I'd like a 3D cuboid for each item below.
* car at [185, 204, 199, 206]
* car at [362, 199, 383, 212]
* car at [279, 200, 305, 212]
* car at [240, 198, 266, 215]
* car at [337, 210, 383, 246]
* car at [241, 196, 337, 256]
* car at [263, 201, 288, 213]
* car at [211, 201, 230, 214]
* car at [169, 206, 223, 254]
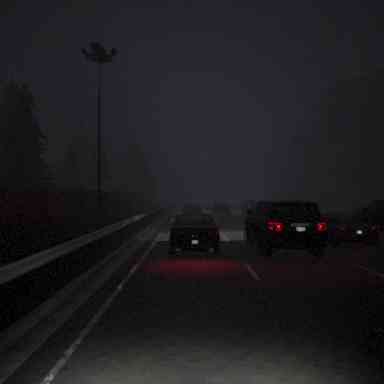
[{"bbox_3d":[-0.006,1.878,34.932,1.895,1.301,4.718,0,0,0],"label":"car"},{"bbox_3d":[10.591,1.362,17.498,2.150,2.045,5.566,0,0,0],"label":"car"},{"bbox_3d":[13.851,1.859,46.318,2.128,1.511,4.902,0,0,0],"label":"car"},{"bbox_3d":[6.975,1.655,38.411,2.097,1.767,4.553,0,-1,0],"label":"car"},{"bbox_3d":[7.093,1.692,16.099,1.994,1.385,4.181,0,0,0],"label":"car"},{"bbox_3d":[3.601,1.332,13.683,2.150,2.045,5.566,0,0,0],"label":"car"},{"bbox_3d":[10.458,1.896,41.945,1.994,1.385,4.181,0,0,0],"label":"car"},{"bbox_3d":[3.466,1.801,40.809,1.882,1.535,5.008,0,0,0],"label":"car"},{"bbox_3d":[0.097,1.589,14.007,1.882,1.535,5.008,0,0,0],"label":"car"}]
